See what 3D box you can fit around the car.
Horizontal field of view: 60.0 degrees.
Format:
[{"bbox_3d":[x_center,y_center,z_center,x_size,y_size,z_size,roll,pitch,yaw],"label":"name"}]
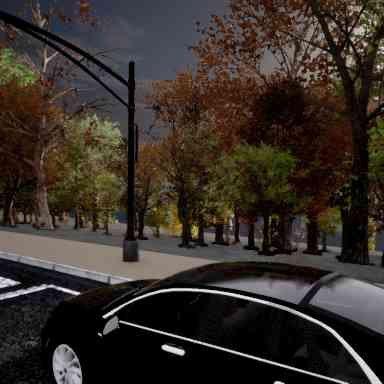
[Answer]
[{"bbox_3d":[0.389,1.505,3.397,4.892,1.490,1.837,0,0,36],"label":"car"}]
